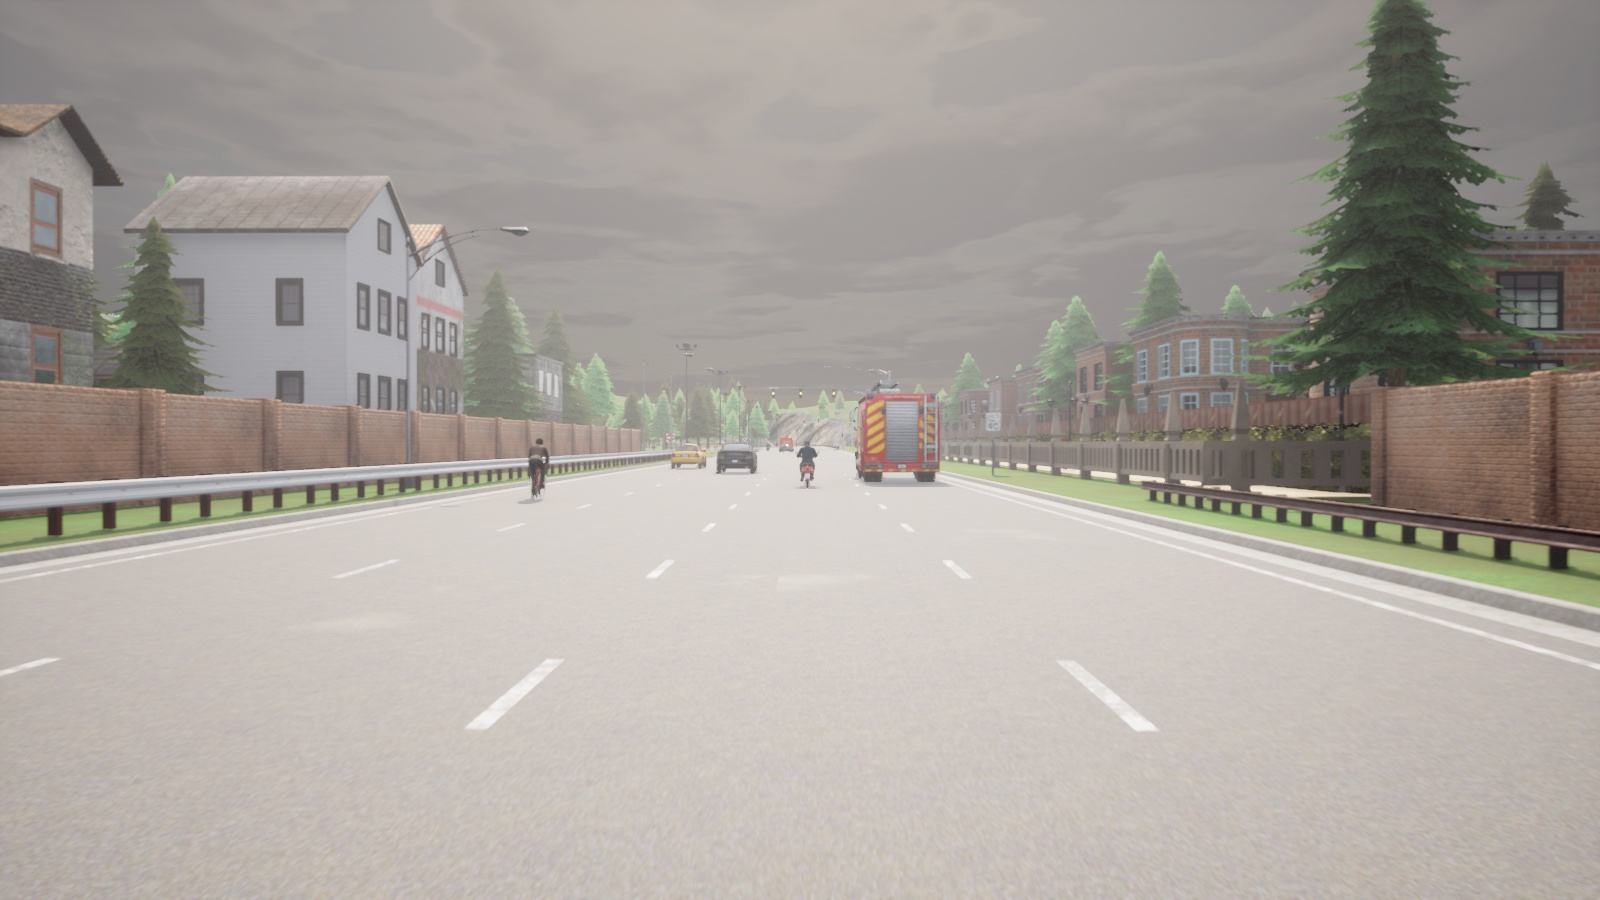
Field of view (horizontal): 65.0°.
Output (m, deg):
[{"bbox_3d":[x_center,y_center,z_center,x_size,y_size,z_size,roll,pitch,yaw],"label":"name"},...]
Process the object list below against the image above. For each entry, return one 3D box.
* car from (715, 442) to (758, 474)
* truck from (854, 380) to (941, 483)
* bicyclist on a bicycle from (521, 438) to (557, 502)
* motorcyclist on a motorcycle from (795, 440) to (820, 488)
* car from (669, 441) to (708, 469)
[{"bbox_3d":[-3.130,0.365,63.178,1.882,1.535,5.008,0,0,0],"label":"car"},{"bbox_3d":[3.802,-0.703,50.912,2.891,3.827,8.468,0,0,0],"label":"truck"},{"bbox_3d":[-6.801,0.509,32.749,0.582,1.620,1.656,0,0,0],"label":"bicyclist on a bicycle"},{"bbox_3d":[0.257,0.458,42.984,0.866,1.590,1.817,0,0,0],"label":"motorcyclist on a motorcycle"},{"bbox_3d":[-6.567,0.261,74.344,1.801,1.575,5.366,0,0,0],"label":"car"}]
